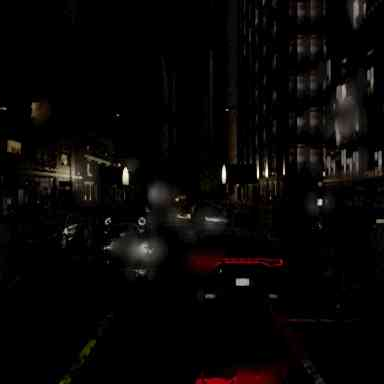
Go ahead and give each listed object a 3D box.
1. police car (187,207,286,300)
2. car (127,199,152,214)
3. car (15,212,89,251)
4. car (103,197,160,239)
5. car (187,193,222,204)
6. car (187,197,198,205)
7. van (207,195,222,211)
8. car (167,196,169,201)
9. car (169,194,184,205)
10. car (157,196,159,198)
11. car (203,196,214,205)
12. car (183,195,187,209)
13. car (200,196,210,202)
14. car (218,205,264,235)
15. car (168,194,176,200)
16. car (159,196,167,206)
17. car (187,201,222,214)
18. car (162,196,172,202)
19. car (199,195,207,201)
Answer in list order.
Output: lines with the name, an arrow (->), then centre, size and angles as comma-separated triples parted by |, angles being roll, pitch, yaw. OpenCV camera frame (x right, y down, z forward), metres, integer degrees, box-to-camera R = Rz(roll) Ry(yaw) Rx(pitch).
police car -> 0.916, 1.419, 8.577 | 1.930, 1.638, 5.238 | 0, 0, 0
car -> -5.624, 1.531, 36.031 | 2.008, 1.369, 4.403 | 0, 0, 0
car -> -5.667, 1.541, 13.935 | 2.008, 1.369, 4.403 | 0, 0, 0
car -> -3.067, 1.340, 17.124 | 2.097, 1.767, 4.553 | 0, 0, 0
car -> 0.948, 1.209, 24.496 | 2.150, 2.045, 5.566 | 0, 0, 0
car -> 0.115, 1.543, 58.914 | 1.994, 1.385, 4.181 | 0, 0, 0
van -> 2.765, 1.321, 41.543 | 1.690, 1.788, 3.998 | 0, 0, 0
car -> -5.581, 1.419, 58.128 | 1.967, 1.590, 4.097 | 0, 0, 0
car -> -2.960, 1.526, 58.633 | 2.033, 1.411, 5.357 | 0, 0, 1
car -> -5.613, 1.524, 41.556 | 1.887, 1.381, 4.507 | 0, 0, 0
car -> 2.800, 1.504, 58.284 | 1.752, 1.417, 4.829 | 0, 0, 0
car -> 0.106, 1.484, 45.725 | 1.837, 1.490, 4.892 | 0, 0, 0
car -> 2.832, 1.531, 74.688 | 2.008, 1.369, 4.403 | 0, 0, 0
car -> 2.724, 1.538, 19.446 | 2.008, 1.369, 4.403 | 0, 0, 0
car -> -5.516, 1.423, 91.273 | 1.967, 1.590, 4.097 | 0, 0, 0
car -> -5.591, 1.545, 52.603 | 1.947, 1.339, 4.313 | 0, 0, 0
car -> 0.813, 1.492, 18.467 | 1.837, 1.490, 4.892 | 0, 0, 0
car -> -5.548, 1.562, 74.701 | 1.802, 1.307, 4.206 | 0, 0, 0
car -> 2.854, 1.507, 85.906 | 1.752, 1.417, 4.829 | 0, 0, 0
